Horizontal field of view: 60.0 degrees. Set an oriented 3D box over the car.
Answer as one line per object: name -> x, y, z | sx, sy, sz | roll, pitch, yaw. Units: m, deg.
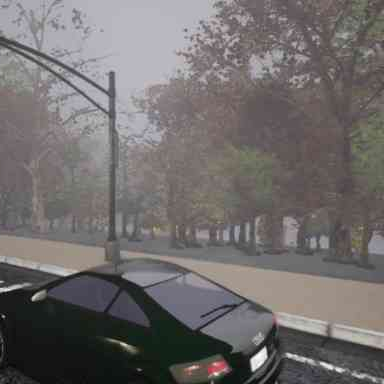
car -> -0.982, 1.603, 4.387 | 4.181, 1.385, 1.994 | -1, 0, 36
